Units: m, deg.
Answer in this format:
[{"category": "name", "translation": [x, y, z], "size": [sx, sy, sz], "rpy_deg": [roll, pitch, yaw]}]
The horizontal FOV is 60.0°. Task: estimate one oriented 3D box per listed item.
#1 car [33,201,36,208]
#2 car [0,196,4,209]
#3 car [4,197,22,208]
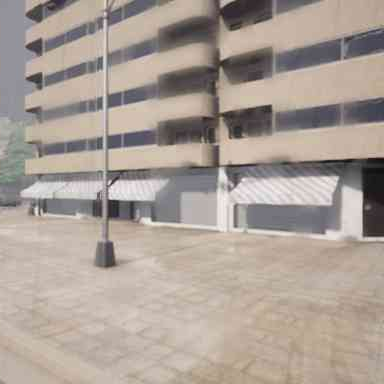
[{"category": "car", "translation": [-18.920, 1.378, 44.197], "size": [1.994, 1.385, 4.181], "rpy_deg": [0, 0, 23]}, {"category": "car", "translation": [-21.276, 1.361, 33.134], "size": [1.812, 1.442, 4.674], "rpy_deg": [0, 0, 2]}, {"category": "car", "translation": [-23.450, 1.298, 41.341], "size": [2.128, 1.511, 4.902], "rpy_deg": [0, 0, 16]}]
